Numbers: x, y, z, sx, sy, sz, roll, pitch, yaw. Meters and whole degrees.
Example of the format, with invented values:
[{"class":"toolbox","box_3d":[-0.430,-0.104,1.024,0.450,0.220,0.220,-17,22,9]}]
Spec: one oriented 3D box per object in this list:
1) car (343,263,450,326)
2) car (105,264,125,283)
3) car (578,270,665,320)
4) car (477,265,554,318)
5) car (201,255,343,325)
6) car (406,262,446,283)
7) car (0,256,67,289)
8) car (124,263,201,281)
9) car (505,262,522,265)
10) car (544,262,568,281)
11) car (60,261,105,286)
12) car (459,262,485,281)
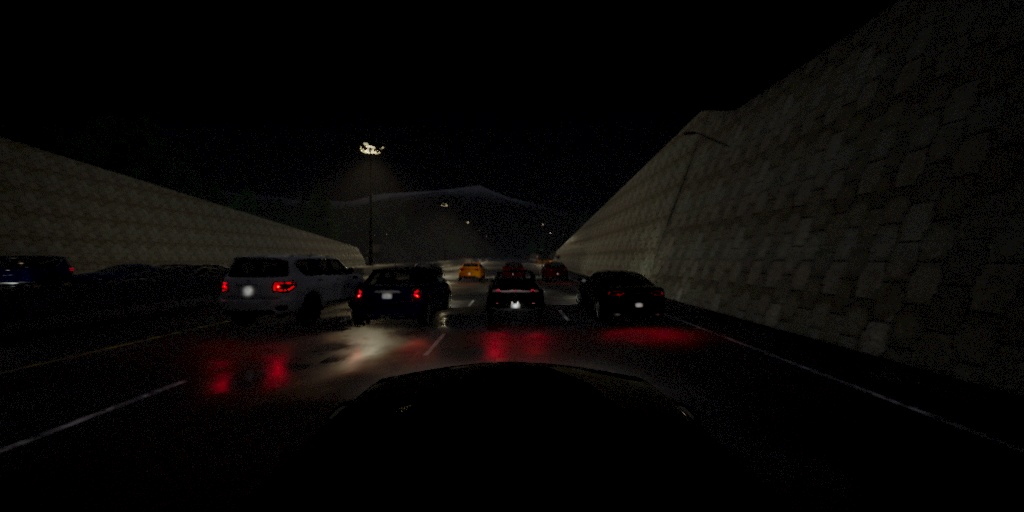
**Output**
[{"class":"car","box_3d":[-3.393,1.113,11.871,2.097,1.767,4.553,0,0,0]},{"class":"car","box_3d":[-21.083,1.263,22.076,2.128,1.511,4.902,0,0,0]},{"class":"car","box_3d":[3.607,1.239,12.647,1.882,1.535,5.008,0,0,0]},{"class":"car","box_3d":[0.108,1.254,12.992,2.128,1.511,4.902,0,0,0]},{"class":"car","box_3d":[-6.892,0.982,12.054,2.150,2.045,5.566,0,0,0]},{"class":"car","box_3d":[-6.879,1.271,29.211,2.128,1.511,4.902,0,0,0]},{"class":"car","box_3d":[-28.086,0.993,19.745,2.150,2.045,5.566,0,0,0]},{"class":"car","box_3d":[-17.586,1.260,19.814,2.128,1.511,4.902,0,0,0]},{"class":"car","box_3d":[0.122,1.259,30.806,1.882,1.535,5.008,0,0,0]},{"class":"car","box_3d":[3.622,1.259,30.817,1.882,1.535,5.008,0,0,0]},{"class":"car","box_3d":[-24.582,1.250,22.844,1.882,1.535,5.008,0,0,0]},{"class":"car","box_3d":[-3.379,1.259,30.804,1.882,1.535,5.008,0,0,0]}]
